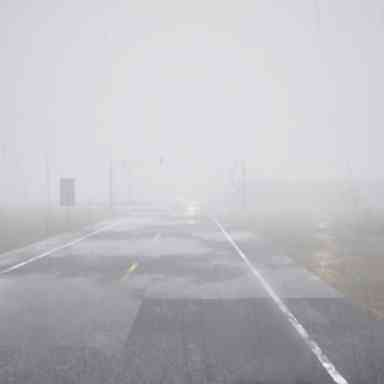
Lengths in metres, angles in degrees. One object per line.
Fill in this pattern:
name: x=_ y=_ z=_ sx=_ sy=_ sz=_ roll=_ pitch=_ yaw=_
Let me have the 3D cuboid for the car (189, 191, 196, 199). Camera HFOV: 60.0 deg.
car: x=0.164 y=1.201 z=95.133 sx=1.895 sy=1.301 sz=4.718 roll=0 pitch=0 yaw=0
